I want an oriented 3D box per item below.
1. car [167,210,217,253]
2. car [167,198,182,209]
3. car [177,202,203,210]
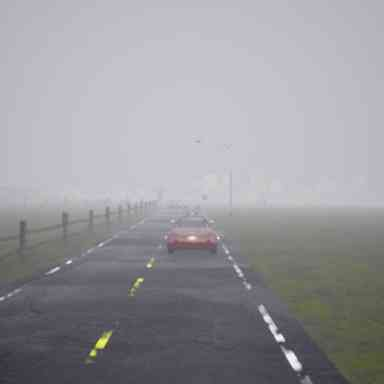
[{"bbox_3d":[0.012,1.698,14.337,1.994,1.385,4.181,0,0,0],"label":"car"},{"bbox_3d":[-2.729,1.821,52.675,2.097,1.767,4.553,0,0,0],"label":"car"},{"bbox_3d":[0.014,1.813,28.998,2.033,1.411,5.357,0,0,0],"label":"car"}]
